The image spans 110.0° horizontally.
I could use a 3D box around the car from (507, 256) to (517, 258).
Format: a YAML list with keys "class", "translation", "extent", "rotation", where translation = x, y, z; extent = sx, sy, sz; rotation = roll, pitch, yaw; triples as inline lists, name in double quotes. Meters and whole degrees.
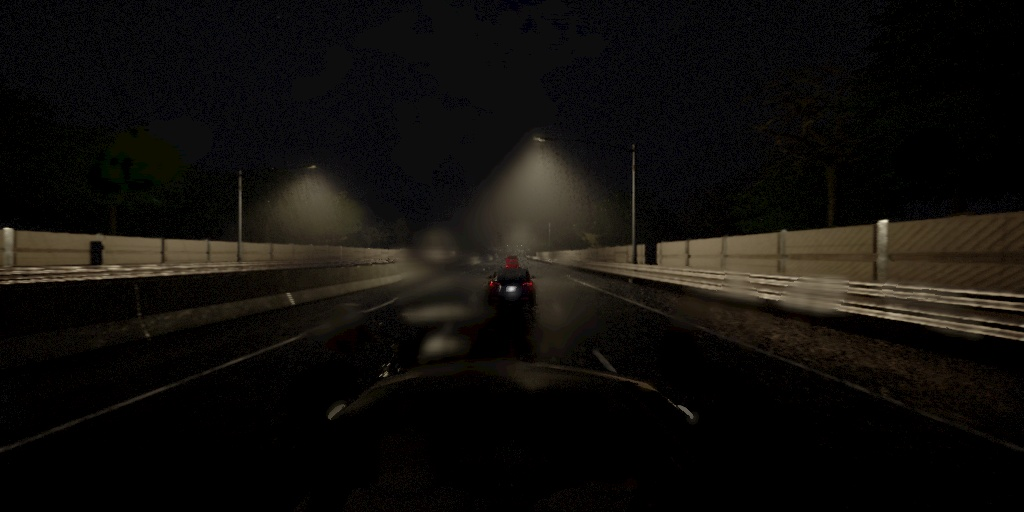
- class: "car"
  translation: [0.043, 0.949, 62.849]
  extent: [2.150, 2.045, 5.566]
  rotation: [0, 0, 1]

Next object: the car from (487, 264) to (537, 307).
- class: "car"
  translation: [-0.009, 1.258, 15.639]
  extent: [2.163, 1.488, 4.792]
  rotation: [0, 0, 0]

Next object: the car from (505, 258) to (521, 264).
- class: "car"
  translation: [0.092, 1.276, 41.974]
  extent: [1.812, 1.442, 4.674]
  rotation: [0, 0, 0]
